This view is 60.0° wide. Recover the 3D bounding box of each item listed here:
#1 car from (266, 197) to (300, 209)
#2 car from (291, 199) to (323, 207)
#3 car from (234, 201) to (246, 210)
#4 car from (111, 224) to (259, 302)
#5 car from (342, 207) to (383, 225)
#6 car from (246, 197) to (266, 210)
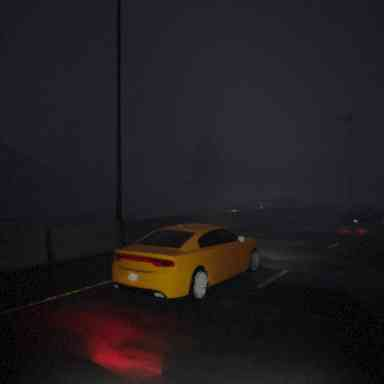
[{"bbox_3d":[13.042,1.657,45.759,5.566,2.045,2.150,1,-1,-43],"label":"car"},{"bbox_3d":[15.641,1.974,43.393,5.357,1.411,2.033,0,-1,-43],"label":"car"},{"bbox_3d":[8.284,2.077,50.887,4.181,1.385,1.994,0,-1,-43],"label":"car"},{"bbox_3d":[0.161,1.570,8.730,1.882,1.535,5.008,-1,-1,33],"label":"car"},{"bbox_3d":[13.464,1.839,26.031,1.895,1.301,4.718,-1,-1,42],"label":"car"},{"bbox_3d":[10.882,1.780,48.530,5.566,2.045,2.150,0,-1,-43],"label":"car"}]
